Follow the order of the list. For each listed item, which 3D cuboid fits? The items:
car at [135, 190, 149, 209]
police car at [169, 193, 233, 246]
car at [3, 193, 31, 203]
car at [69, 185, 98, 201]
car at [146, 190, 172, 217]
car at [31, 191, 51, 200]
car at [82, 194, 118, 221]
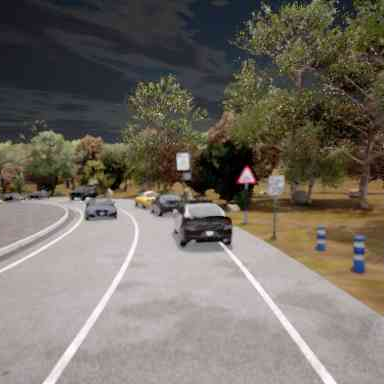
[{"bbox_3d":[-3.894,0.611,30.005,1.801,1.575,5.366,-3,3,-22],"label":"car"},{"bbox_3d":[0.299,1.099,13.785,1.930,1.638,5.238,-1,2,-7],"label":"police car"},{"bbox_3d":[-29.794,0.919,55.739,4.902,1.511,2.128,-2,4,36],"label":"car"},{"bbox_3d":[-15.370,0.133,47.118,2.150,2.045,5.566,-6,4,-43],"label":"car"},{"bbox_3d":[-1.784,0.845,23.904,1.837,1.490,4.892,-2,2,-16],"label":"car"},{"bbox_3d":[-26.477,0.548,57.513,4.902,1.511,2.128,-2,4,33],"label":"car"},{"bbox_3d":[-6.057,1.067,22.206,1.994,1.385,4.181,-2,2,-17],"label":"car"}]
